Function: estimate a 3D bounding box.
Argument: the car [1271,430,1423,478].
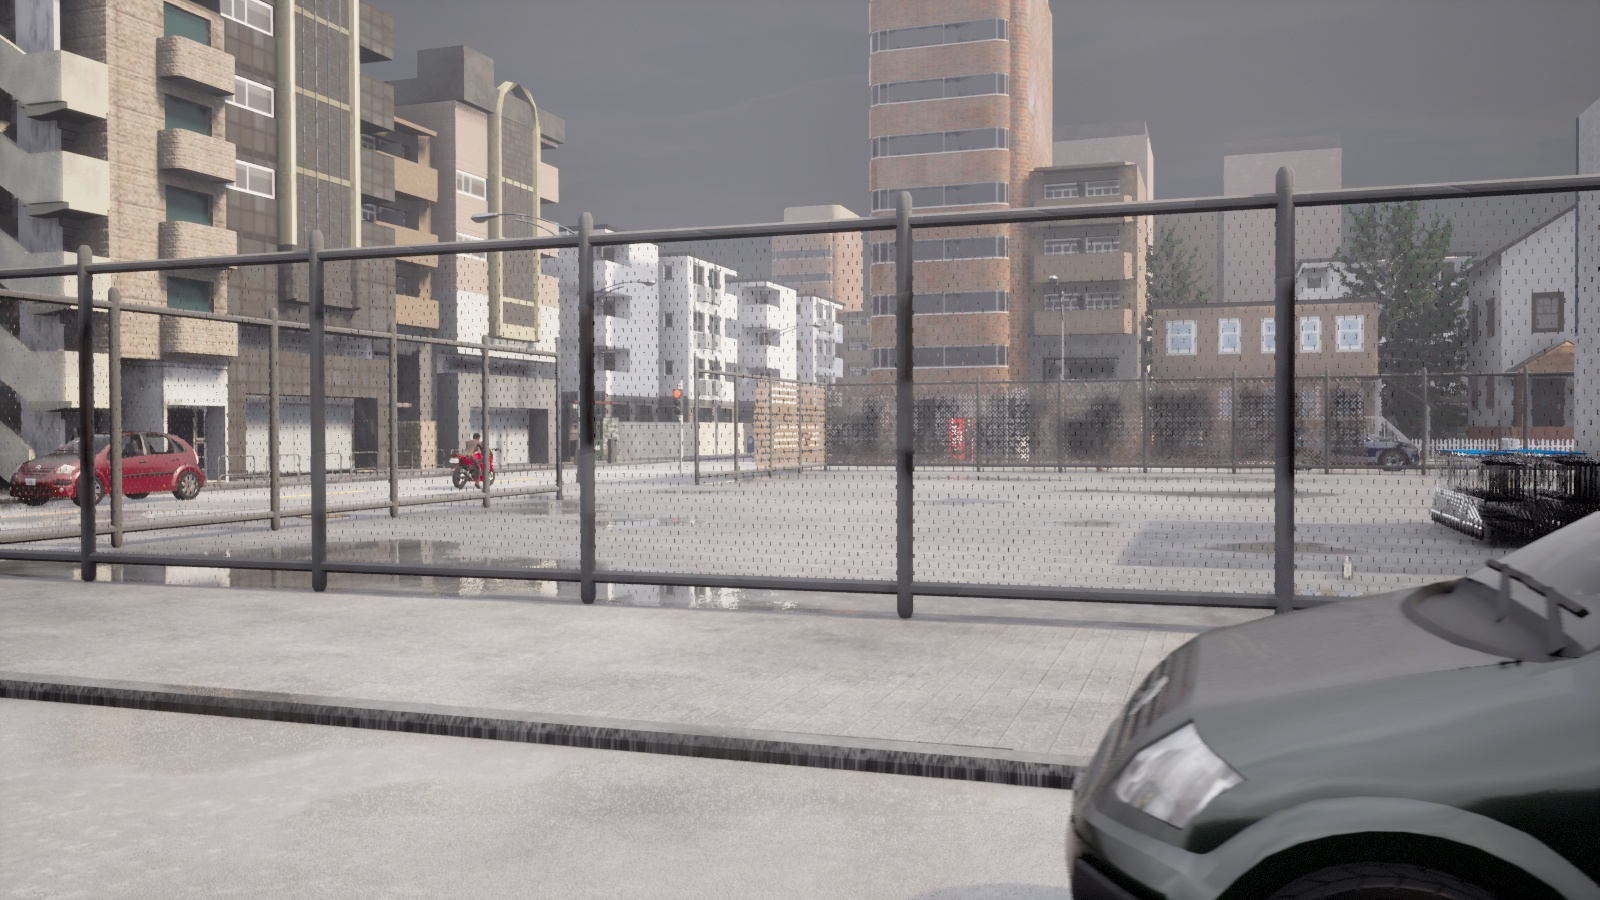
[{"bbox_3d":[19.504,0.109,44.994,4.856,1.649,2.033,1,1,20],"label":"car"}]

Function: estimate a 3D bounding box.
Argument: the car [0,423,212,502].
[{"bbox_3d":[-15.348,0.220,27.950,1.851,1.617,3.988,1,1,18],"label":"car"}]

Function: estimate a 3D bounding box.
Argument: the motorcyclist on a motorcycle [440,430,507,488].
[{"bbox_3d":[-8.945,0.223,34.468,0.797,1.523,2.044,1,1,19],"label":"motorcyclist on a motorcycle"}]

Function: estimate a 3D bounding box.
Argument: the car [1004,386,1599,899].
[{"bbox_3d":[2.607,0.689,2.843,3.988,1.617,1.851,1,1,19],"label":"car"}]

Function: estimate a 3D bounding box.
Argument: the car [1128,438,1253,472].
[{"bbox_3d":[15.687,0.178,50.470,4.718,1.301,1.895,1,1,19],"label":"car"}]

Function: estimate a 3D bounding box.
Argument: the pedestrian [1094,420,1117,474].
[{"bbox_3d":[10.557,-0.118,43.348,0.703,1.840,0.431,1,1,22],"label":"pedestrian"}]

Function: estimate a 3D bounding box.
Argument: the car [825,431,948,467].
[{"bbox_3d":[3.778,-0.077,54.602,4.902,1.511,2.128,1,1,22],"label":"car"}]
